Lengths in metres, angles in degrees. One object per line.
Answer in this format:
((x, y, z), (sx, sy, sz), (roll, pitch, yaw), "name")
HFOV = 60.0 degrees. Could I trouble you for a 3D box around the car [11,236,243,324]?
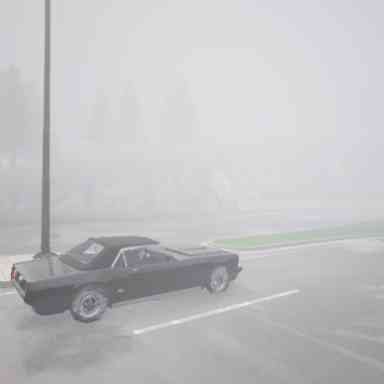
((-1.154, 1.628, 7.213), (4.718, 1.301, 1.895), (1, 0, -35), "car")
